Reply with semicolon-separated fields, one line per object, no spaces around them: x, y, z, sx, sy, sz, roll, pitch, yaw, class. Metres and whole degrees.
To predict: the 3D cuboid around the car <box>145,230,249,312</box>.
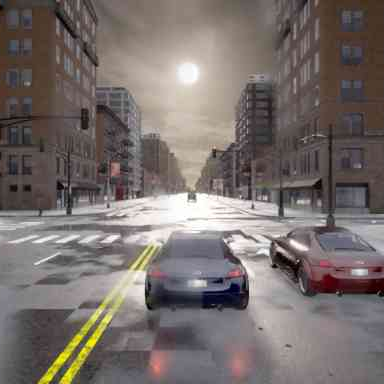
0.089;1.564;7.798;1.994;1.385;4.181;0;0;0;car

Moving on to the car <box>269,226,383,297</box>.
3.339;1.564;8.616;1.994;1.385;4.181;0;0;0;car

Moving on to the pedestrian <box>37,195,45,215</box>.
-14.138;1.170;31.123;0.375;1.860;0.375;0;0;0;pedestrian

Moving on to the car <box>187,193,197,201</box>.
0.010;1.212;79.897;2.150;2.045;5.566;0;0;0;car
